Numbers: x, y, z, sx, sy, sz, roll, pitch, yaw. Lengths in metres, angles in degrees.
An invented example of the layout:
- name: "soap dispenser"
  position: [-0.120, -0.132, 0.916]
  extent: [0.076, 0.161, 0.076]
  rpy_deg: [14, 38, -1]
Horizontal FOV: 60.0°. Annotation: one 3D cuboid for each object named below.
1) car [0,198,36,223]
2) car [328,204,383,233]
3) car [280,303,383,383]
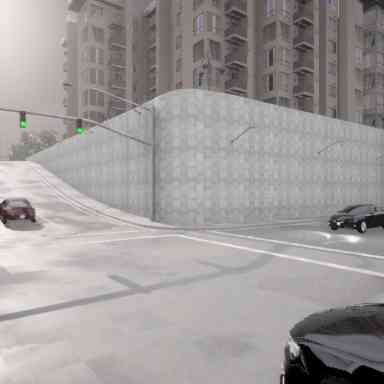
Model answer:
- name: "car"
  position: [-11.588, 1.114, 21.933]
  extent: [1.812, 1.442, 4.674]
  rpy_deg: [0, 5, -36]
- name: "car"
  position: [10.067, 1.505, 19.786]
  extent: [4.892, 1.490, 1.837]
  rpy_deg: [0, 0, -36]
- name: "car"
  position: [2.787, 1.494, 1.946]
  extent: [2.128, 1.511, 4.902]
  rpy_deg: [0, 0, -36]
